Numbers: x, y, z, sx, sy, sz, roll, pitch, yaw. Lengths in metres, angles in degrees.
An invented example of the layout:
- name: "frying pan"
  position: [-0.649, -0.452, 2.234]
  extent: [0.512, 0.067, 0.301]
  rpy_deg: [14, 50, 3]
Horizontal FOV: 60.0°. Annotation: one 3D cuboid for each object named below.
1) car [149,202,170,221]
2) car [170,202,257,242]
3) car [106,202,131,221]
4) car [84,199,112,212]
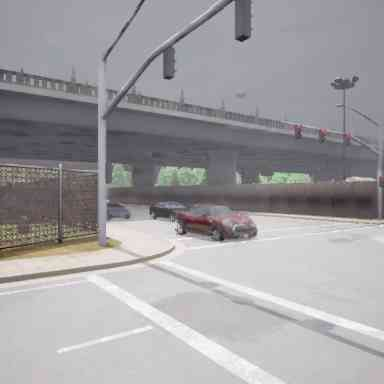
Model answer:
- name: "car"
  position: [-1.715, 1.546, 26.828]
  extent: [2.128, 1.511, 4.902]
  rpy_deg: [0, 0, -36]
- name: "car"
  position: [1.134, 1.399, 16.817]
  extent: [2.097, 1.767, 4.553]
  rpy_deg: [0, 0, -36]
- name: "car"
  position: [-6.815, 1.581, 27.979]
  extent: [1.812, 1.442, 4.674]
  rpy_deg: [0, 0, -36]
- name: "car"
  position: [-11.557, 1.619, 40.626]
  extent: [1.994, 1.385, 4.181]
  rpy_deg: [0, 0, -35]
